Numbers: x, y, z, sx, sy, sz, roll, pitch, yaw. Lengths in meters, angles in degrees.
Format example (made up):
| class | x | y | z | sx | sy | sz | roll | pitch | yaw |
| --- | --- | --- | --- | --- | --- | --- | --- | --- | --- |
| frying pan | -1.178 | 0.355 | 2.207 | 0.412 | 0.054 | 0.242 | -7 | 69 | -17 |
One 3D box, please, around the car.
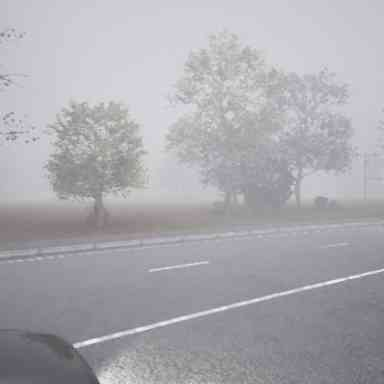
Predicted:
| class | x | y | z | sx | sy | sz | roll | pitch | yaw |
| --- | --- | --- | --- | --- | --- | --- | --- | --- | --- |
| car | -2.552 | 1.556 | 1.815 | 4.181 | 1.385 | 1.994 | 0 | 0 | -36 |
